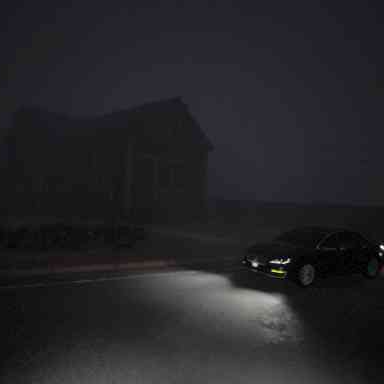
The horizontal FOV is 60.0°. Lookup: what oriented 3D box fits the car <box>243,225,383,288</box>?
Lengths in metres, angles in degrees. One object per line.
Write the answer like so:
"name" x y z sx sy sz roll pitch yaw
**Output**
"car" 3.747 1.766 9.934 4.892 1.490 1.837 3 -1 -30
